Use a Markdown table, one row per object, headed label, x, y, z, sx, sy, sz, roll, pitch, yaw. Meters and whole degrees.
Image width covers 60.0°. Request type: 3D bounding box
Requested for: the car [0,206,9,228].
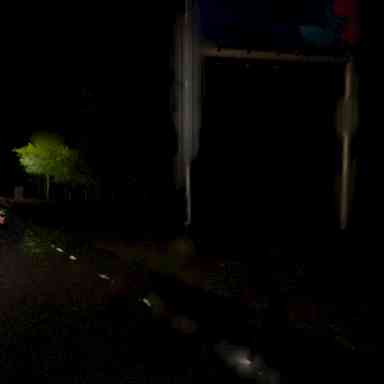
| label | x | y | z | sx | sy | sz | roll | pitch | yaw |
| --- | --- | --- | --- | --- | --- | --- | --- | --- | --- |
| car | -13.277 | 1.598 | 21.964 | 1.812 | 1.442 | 4.674 | 0 | 0 | -34 |
